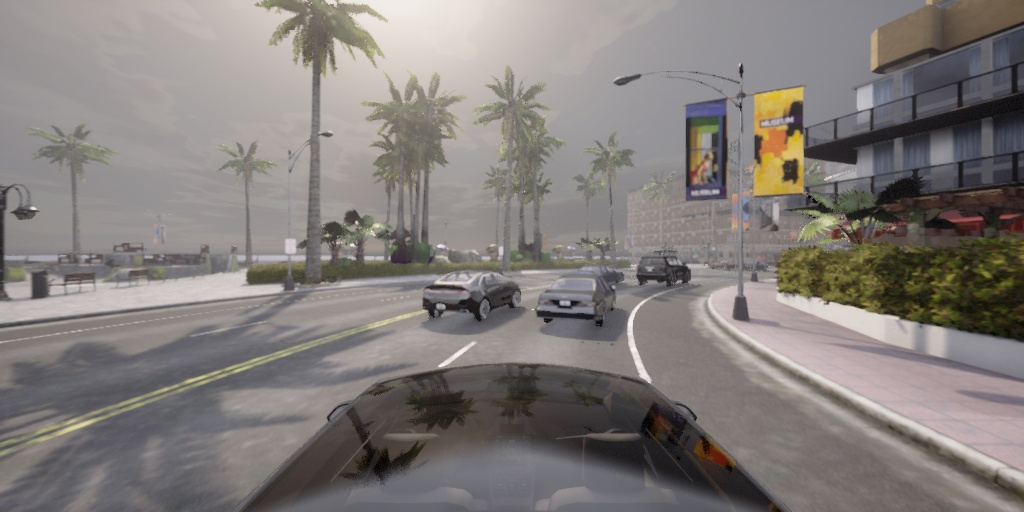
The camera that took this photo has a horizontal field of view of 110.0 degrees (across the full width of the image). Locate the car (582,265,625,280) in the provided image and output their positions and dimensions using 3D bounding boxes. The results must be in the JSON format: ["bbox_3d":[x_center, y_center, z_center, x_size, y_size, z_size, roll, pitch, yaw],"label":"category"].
[{"bbox_3d":[6.018,1.304,25.072,2.033,1.411,5.357,0,0,40],"label":"car"}]

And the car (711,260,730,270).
[{"bbox_3d":[31.427,1.287,52.483,5.008,1.535,1.882,0,0,-22],"label":"car"}]

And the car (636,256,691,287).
[{"bbox_3d":[10.679,0.991,25.130,2.150,2.045,5.566,0,0,42],"label":"car"}]

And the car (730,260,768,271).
[{"bbox_3d":[32.963,1.321,49.326,4.892,1.490,1.837,1,0,-22],"label":"car"}]

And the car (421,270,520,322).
[{"bbox_3d":[-1.185,1.236,12.496,2.128,1.511,4.902,0,0,20],"label":"car"}]

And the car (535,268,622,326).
[{"bbox_3d":[2.312,1.300,11.907,2.033,1.411,5.357,0,0,21],"label":"car"}]
